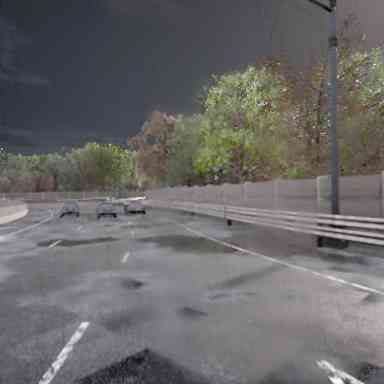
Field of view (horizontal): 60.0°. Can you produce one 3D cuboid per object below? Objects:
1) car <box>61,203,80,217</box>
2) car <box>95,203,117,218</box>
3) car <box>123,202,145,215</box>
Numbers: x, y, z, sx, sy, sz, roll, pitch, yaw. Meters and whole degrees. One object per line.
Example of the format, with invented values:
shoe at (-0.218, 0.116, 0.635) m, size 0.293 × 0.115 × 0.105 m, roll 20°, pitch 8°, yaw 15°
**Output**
car at (-13.151, 1.903, 35.966) m, size 2.033 × 1.411 × 5.357 m, roll 0°, pitch 0°, yaw -20°
car at (-8.814, 1.846, 34.035) m, size 2.033 × 1.411 × 5.357 m, roll 0°, pitch 0°, yaw -18°
car at (-6.677, 1.866, 38.285) m, size 1.994 × 1.385 × 4.181 m, roll 0°, pitch 0°, yaw -20°
